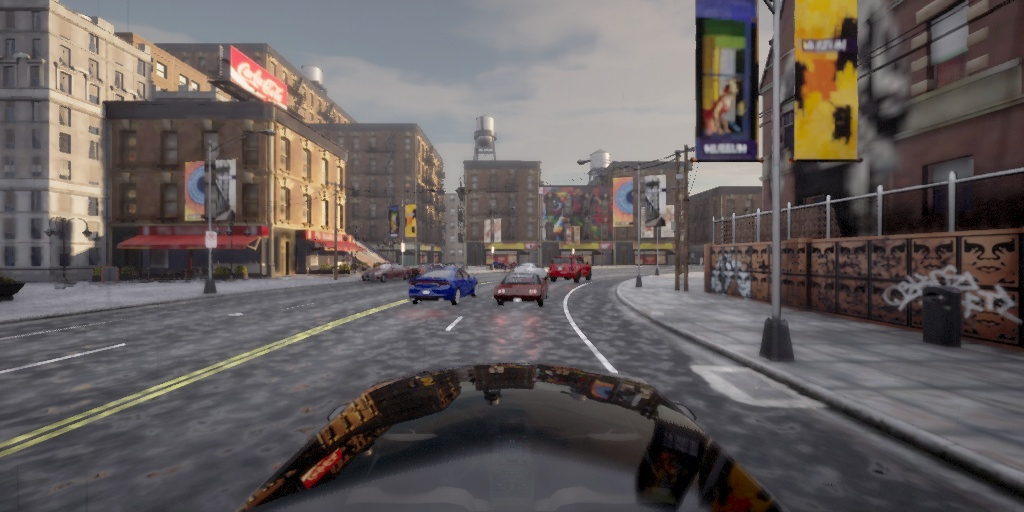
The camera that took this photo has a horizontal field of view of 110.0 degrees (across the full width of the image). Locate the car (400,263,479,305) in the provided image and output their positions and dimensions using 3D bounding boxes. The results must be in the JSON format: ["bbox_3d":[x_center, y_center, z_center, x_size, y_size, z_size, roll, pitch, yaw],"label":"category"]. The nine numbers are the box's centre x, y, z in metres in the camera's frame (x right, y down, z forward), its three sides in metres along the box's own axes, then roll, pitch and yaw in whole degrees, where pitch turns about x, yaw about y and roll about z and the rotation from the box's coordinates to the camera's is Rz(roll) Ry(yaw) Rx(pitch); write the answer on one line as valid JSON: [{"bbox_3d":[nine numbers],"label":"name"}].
[{"bbox_3d":[-2.901,1.235,16.188,1.882,1.535,5.008,0,0,9],"label":"car"}]

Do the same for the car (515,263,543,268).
[{"bbox_3d":[1.549,1.283,29.887,1.812,1.442,4.674,0,0,27],"label":"car"}]

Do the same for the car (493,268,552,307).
[{"bbox_3d":[0.559,1.366,15.660,1.895,1.301,4.718,0,0,9],"label":"car"}]

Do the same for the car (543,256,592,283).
[{"bbox_3d":[4.686,1.008,28.335,2.150,2.045,5.566,0,0,27],"label":"car"}]
